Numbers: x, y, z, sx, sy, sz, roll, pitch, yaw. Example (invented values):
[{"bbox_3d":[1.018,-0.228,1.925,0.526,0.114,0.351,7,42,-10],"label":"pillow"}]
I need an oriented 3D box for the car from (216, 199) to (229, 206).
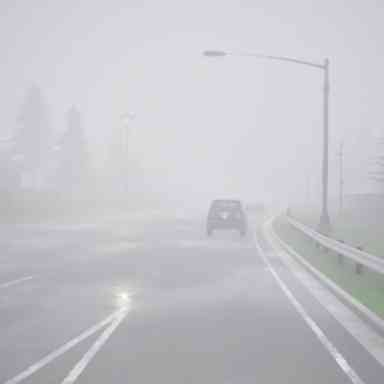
[{"bbox_3d":[6.768,2.261,72.484,1.994,1.385,4.181,1,0,18],"label":"car"}]

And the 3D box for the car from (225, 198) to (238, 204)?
[{"bbox_3d":[9.794,2.233,82.019,2.128,1.511,4.902,1,0,18],"label":"car"}]

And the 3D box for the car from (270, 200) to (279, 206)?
[{"bbox_3d":[18.044,2.493,73.309,1.895,1.301,4.718,1,0,18],"label":"car"}]

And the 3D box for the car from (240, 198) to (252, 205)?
[{"bbox_3d":[13.129,2.293,80.961,2.033,1.411,5.357,1,0,18],"label":"car"}]

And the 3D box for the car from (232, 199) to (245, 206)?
[{"bbox_3d":[9.979,2.248,71.029,1.837,1.490,4.892,1,0,18],"label":"car"}]

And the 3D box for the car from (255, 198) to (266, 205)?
[{"bbox_3d":[16.466,2.323,79.903,2.128,1.511,4.902,1,0,18],"label":"car"}]

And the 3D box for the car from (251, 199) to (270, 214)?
[{"bbox_3d":[8.169,1.970,41.783,2.128,1.511,4.902,1,0,17],"label":"car"}]

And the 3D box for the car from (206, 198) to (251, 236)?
[{"bbox_3d":[2.222,1.425,20.127,2.150,2.045,5.566,1,-1,11],"label":"car"}]
